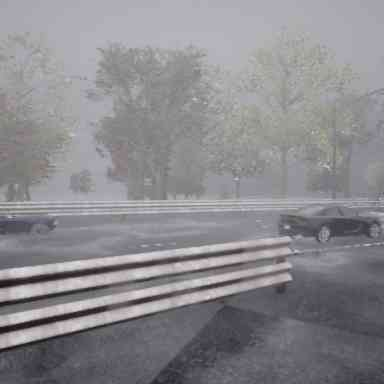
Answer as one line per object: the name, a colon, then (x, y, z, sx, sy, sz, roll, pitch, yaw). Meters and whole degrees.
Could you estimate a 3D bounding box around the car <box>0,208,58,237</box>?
car: (-8.557, 1.356, 14.867, 4.718, 1.301, 1.895, 0, 0, -27)

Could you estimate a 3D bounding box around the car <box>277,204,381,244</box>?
car: (6.002, 1.263, 14.383, 5.008, 1.535, 1.882, 0, 0, -26)
